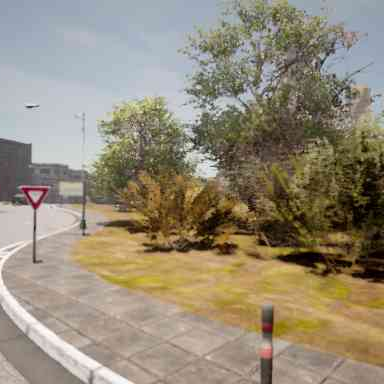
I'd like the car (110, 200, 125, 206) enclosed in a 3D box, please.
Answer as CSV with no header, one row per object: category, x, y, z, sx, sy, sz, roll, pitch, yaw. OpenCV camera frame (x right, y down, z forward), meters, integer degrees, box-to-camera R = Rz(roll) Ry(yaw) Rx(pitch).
car,-14.711,2.482,70.197,4.892,1.521,2.231,1,-3,4

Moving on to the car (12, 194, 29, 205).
car,-23.979,1.085,47.608,1.837,1.490,4.892,0,-1,-5

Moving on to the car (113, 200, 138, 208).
car,-14.501,2.651,72.939,5.008,1.535,2.097,1,-3,4
